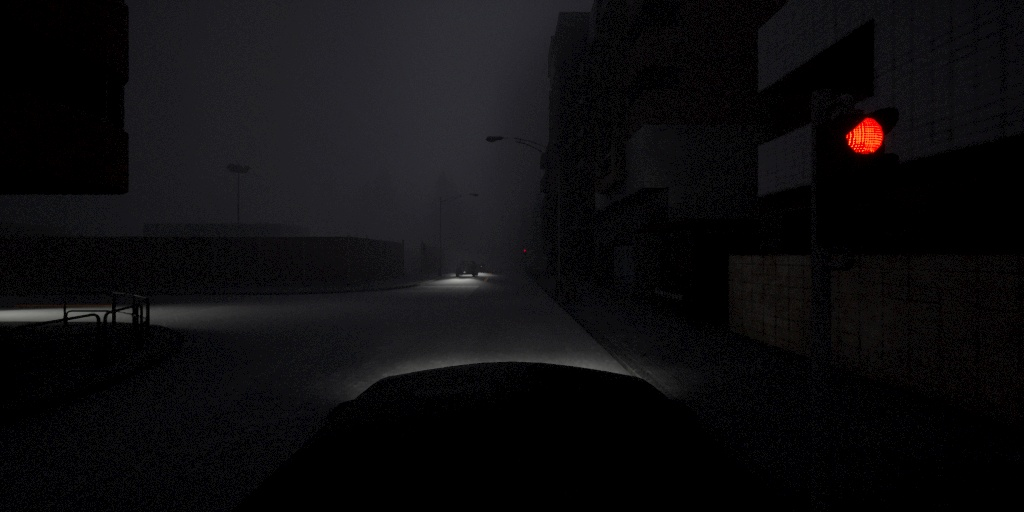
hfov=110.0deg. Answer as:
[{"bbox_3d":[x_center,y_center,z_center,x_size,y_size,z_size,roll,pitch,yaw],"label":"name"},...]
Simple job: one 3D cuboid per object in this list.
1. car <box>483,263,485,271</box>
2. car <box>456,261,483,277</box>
[{"bbox_3d":[-4.477,1.346,45.779,1.895,1.301,4.718,0,0,0],"label":"car"},{"bbox_3d":[-4.410,1.237,35.665,2.128,1.511,4.902,0,0,0],"label":"car"}]
